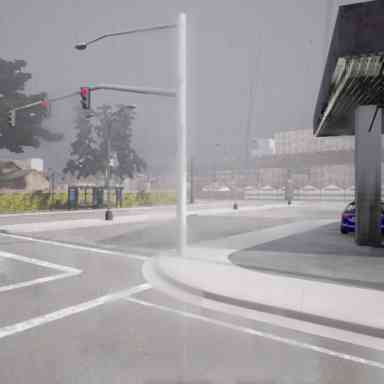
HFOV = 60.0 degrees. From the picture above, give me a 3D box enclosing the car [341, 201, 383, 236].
[{"bbox_3d":[9.458,1.295,17.721,2.242,1.667,4.611,0,0,37],"label":"car"}]
